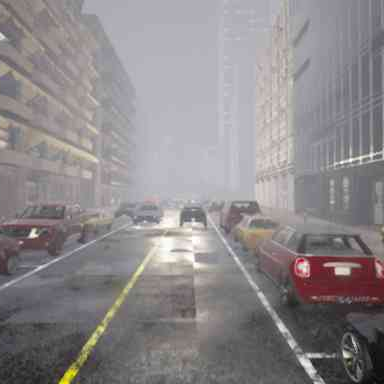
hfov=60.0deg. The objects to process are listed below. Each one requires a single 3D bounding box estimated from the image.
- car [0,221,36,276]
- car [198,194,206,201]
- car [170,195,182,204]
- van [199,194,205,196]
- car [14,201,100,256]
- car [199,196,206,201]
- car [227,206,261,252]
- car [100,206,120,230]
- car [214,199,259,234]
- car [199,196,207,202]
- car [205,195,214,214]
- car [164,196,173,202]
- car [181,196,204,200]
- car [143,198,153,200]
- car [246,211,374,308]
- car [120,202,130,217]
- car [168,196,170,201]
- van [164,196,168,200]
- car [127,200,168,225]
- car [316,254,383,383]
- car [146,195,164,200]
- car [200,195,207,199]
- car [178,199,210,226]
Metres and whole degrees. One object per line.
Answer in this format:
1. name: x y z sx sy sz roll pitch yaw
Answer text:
1. car: -5.644 1.590 7.828 1.802 1.307 4.206 1 0 0
2. car: 2.697 1.396 90.576 2.192 1.841 5.009 1 0 0
3. car: -3.018 1.583 66.177 1.812 1.442 4.674 0 0 0
4. van: 2.701 1.399 63.398 1.690 1.788 3.998 1 0 0
5. car: -5.640 1.328 13.375 2.192 1.841 5.009 1 0 0
6. car: 2.692 1.658 85.068 1.802 1.307 4.206 1 0 0
7. car: 2.703 1.539 13.638 1.752 1.417 4.829 1 0 0
8. car: -5.644 1.544 18.751 1.752 1.417 4.829 1 0 0
9. car: 2.707 1.334 19.015 2.192 1.841 5.009 1 0 0
10. car: 2.693 1.654 80.040 1.802 1.307 4.206 1 0 0
11. car: 2.702 1.474 35.658 1.967 1.590 4.097 1 0 0
12. car: -5.654 1.654 79.936 1.802 1.307 4.206 1 0 0
13. car: 0.063 1.587 41.943 2.033 1.411 5.357 0 0 0
14. car: -5.648 1.616 35.563 1.802 1.307 4.206 1 0 0
15. car: 2.706 1.448 7.920 1.967 1.590 4.097 1 0 0
16. car: -5.647 1.595 30.015 1.947 1.339 4.313 1 0 0
17. car: -5.652 1.640 63.296 1.802 1.307 4.206 1 0 0
18. van: -5.646 1.394 57.749 1.690 1.788 3.998 1 0 0
19. car: -3.103 1.571 24.628 2.033 1.411 5.357 0 0 0
20. car: 2.704 1.569 2.371 1.947 1.339 4.313 1 0 0
21. car: -5.644 1.359 46.655 2.192 1.841 5.009 1 0 0
22. car: 2.697 1.635 57.849 1.802 1.307 4.206 1 0 0
23. car: 0.092 1.530 23.698 1.837 1.490 4.892 0 0 0
